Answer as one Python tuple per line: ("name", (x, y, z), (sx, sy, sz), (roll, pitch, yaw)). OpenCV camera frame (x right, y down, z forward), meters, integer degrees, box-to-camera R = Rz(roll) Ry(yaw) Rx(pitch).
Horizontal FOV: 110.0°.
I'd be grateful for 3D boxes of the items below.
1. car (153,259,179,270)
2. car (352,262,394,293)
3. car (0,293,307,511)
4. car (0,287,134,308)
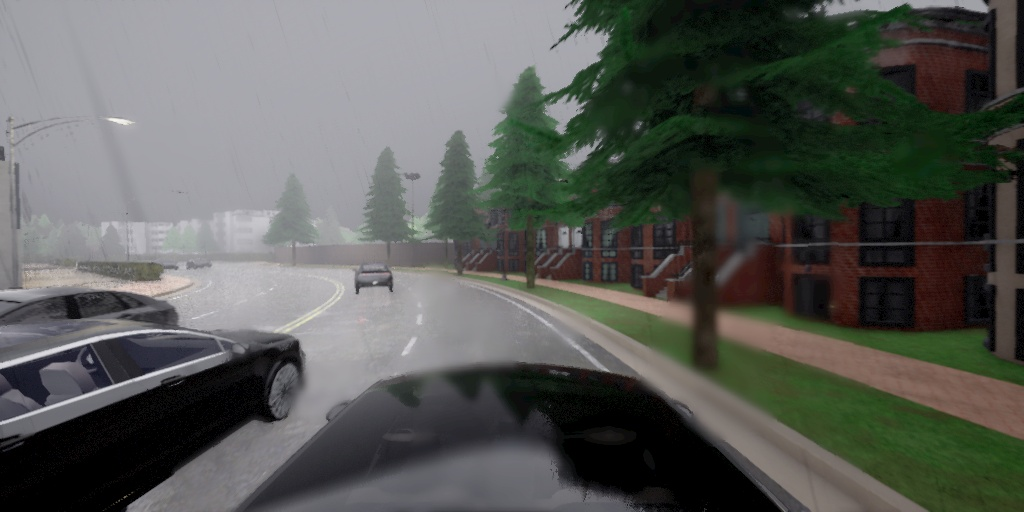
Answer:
("car", (-45.071, 1.138, 46.530), (4.892, 1.490, 1.837), (-1, 0, 33))
("car", (-7.621, 1.082, 19.687), (2.128, 1.511, 4.902), (-1, 1, -23))
("car", (-3.609, 1.265, 2.846), (2.128, 1.511, 4.902), (-1, 1, -2))
("car", (-7.473, 1.288, 5.241), (1.837, 1.490, 4.892), (0, 1, -7))
